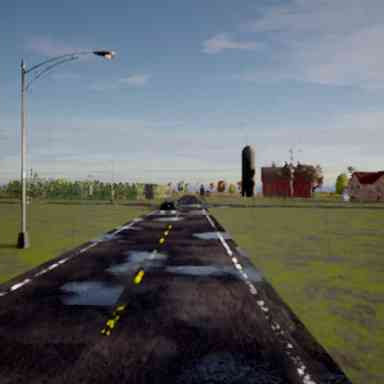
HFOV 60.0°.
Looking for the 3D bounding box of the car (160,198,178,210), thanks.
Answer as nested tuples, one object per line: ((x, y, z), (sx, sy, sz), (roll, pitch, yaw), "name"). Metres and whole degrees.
((-2.722, 1.454, 40.792), (1.994, 1.385, 4.181), (0, 0, 0), "car")
